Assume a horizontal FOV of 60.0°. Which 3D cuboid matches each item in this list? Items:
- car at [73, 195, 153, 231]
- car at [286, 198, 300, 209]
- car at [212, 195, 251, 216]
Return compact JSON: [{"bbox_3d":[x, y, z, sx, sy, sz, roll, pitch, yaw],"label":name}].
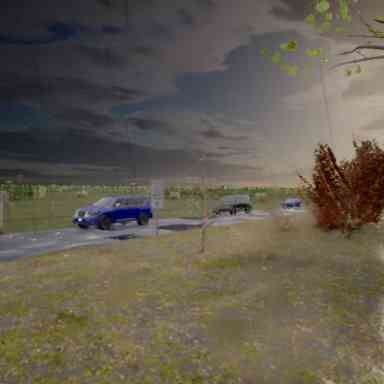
[{"bbox_3d":[-4.957,1.264,21.725,2.150,2.045,5.566,0,0,35],"label":"car"},{"bbox_3d":[14.781,1.665,49.344,1.882,1.535,5.008,0,0,35],"label":"car"},{"bbox_3d":[4.237,1.313,34.665,2.150,2.045,5.566,0,0,35],"label":"car"}]
